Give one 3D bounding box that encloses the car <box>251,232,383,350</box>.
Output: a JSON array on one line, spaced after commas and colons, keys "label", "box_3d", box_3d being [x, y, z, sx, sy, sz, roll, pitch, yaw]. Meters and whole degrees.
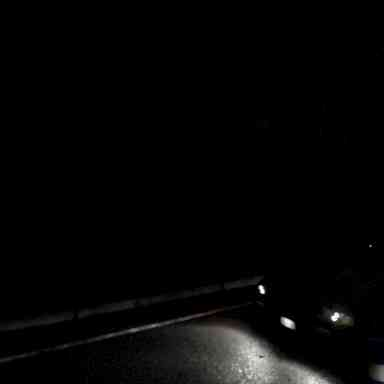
[{"label": "car", "box_3d": [3.678, 1.511, 6.198, 5.357, 1.411, 2.033, 0, 1, -31]}]
